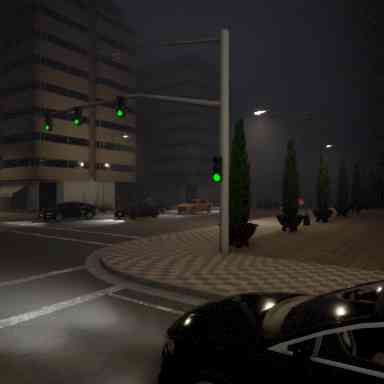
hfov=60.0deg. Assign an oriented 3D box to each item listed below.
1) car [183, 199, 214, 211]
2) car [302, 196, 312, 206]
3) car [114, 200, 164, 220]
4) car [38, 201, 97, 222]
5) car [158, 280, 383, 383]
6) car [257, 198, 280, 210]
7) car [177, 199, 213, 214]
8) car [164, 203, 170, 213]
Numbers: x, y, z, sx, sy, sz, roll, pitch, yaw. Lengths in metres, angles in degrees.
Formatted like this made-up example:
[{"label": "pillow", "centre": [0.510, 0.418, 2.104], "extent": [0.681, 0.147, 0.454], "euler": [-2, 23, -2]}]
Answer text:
[{"label": "car", "centre": [0.916, 1.619, 43.131], "extent": [1.994, 1.385, 4.181], "euler": [0, 0, 36]}, {"label": "car", "centre": [18.519, 1.408, 55.695], "extent": [2.097, 1.767, 4.553], "euler": [0, 0, 34]}, {"label": "car", "centre": [-4.784, 1.619, 29.030], "extent": [1.994, 1.385, 4.181], "euler": [0, 0, 35]}, {"label": "car", "centre": [-10.160, 1.560, 27.487], "extent": [1.837, 1.490, 4.892], "euler": [0, 0, 35]}, {"label": "car", "centre": [1.895, 1.492, 2.622], "extent": [4.902, 1.511, 2.128], "euler": [0, 0, 36]}, {"label": "car", "centre": [10.157, 1.548, 43.760], "extent": [2.128, 1.511, 4.902], "euler": [0, 0, 35]}, {"label": "car", "centre": [0.368, 1.533, 36.316], "extent": [1.882, 1.535, 5.008], "euler": [0, 0, 35]}, {"label": "car", "centre": [-4.538, 1.603, 35.443], "extent": [2.033, 1.411, 5.357], "euler": [0, 0, 35]}]
